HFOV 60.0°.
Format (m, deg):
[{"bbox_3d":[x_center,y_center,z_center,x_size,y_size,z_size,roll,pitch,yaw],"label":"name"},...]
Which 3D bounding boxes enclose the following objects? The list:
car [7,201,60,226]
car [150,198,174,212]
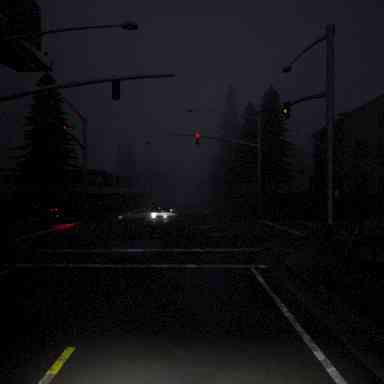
[{"bbox_3d":[-11.092,1.317,21.408,4.902,1.511,2.128,1,0,-1],"label":"car"},{"bbox_3d":[-3.517,1.564,38.001,1.994,1.385,4.181,0,0,0],"label":"car"}]
